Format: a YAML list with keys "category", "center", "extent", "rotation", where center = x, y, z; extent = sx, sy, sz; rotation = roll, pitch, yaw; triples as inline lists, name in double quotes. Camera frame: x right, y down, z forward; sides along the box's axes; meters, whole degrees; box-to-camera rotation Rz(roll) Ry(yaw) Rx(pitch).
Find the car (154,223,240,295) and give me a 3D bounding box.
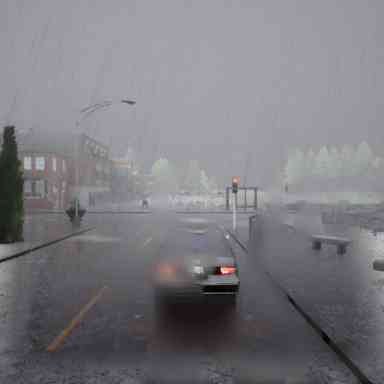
- category: "car"
  center: [0.098, 1.547, 8.855]
  extent: [2.033, 1.411, 5.357]
  rotation: [0, 0, 0]
